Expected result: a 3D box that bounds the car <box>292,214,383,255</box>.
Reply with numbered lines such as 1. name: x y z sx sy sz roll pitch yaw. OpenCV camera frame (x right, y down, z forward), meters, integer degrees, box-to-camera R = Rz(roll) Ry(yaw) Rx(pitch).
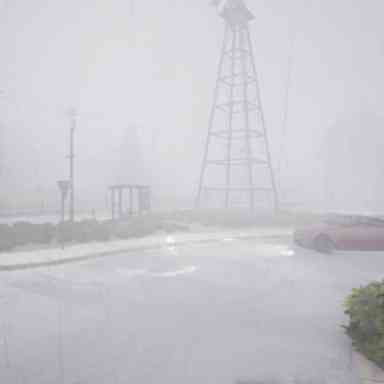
1. car: 6.065 1.572 12.834 4.181 1.385 1.994 0 0 5
